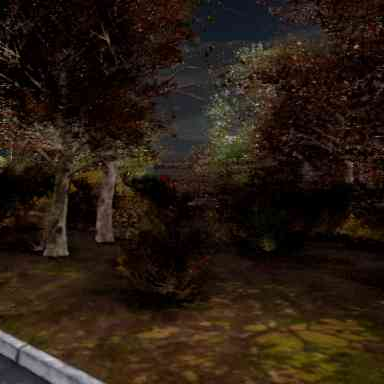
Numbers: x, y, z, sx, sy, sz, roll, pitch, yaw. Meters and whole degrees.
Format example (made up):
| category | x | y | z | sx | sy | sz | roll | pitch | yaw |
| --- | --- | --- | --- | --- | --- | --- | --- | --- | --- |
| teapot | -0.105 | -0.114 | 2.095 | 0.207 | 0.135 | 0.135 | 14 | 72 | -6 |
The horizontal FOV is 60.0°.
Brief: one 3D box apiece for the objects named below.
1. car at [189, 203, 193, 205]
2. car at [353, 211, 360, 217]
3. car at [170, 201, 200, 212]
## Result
| category | x | y | z | sx | sy | sz | roll | pitch | yaw |
| --- | --- | --- | --- | --- | --- | --- | --- | --- | --- |
| car | 1.297 | 2.249 | 49.925 | 2.097 | 1.535 | 5.008 | 0 | 0 | 35 |
| car | 19.372 | 2.008 | 37.016 | 2.435 | 2.045 | 5.566 | 0 | 0 | 35 |
| car | -0.963 | 2.240 | 51.536 | 2.097 | 1.535 | 5.008 | 0 | 0 | 35 |
